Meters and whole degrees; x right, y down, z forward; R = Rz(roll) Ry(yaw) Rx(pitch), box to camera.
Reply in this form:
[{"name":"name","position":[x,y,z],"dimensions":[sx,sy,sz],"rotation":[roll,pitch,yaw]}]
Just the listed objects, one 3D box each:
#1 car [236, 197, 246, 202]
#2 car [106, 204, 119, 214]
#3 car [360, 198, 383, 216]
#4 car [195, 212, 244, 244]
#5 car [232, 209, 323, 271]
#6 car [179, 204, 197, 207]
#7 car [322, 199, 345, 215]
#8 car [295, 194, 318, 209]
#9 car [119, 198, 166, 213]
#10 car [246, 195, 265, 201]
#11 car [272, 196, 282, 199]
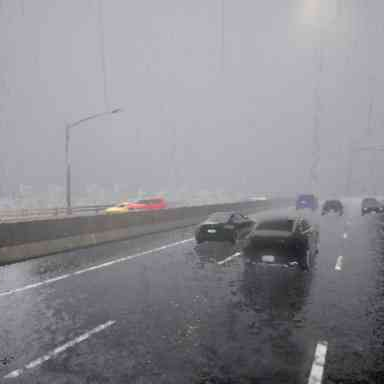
[{"name":"car","position":[11.376,1.962,73.964],"dimensions":[1.882,1.535,5.008],"rotation":[-2,-1,28]},{"name":"car","position":[-7.577,1.981,37.388],"dimensions":[1.882,1.535,5.008],"rotation":[-1,0,27]},{"name":"car","position":[16.931,1.527,31.218],"dimensions":[1.895,1.301,4.718],"rotation":[-1,-1,27]},{"name":"car","position":[1.751,1.674,16.353],"dimensions":[1.994,1.385,4.181],"rotation":[-1,-1,26]},{"name":"car","position":[3.125,1.540,11.201],"dimensions":[1.837,1.490,4.892],"rotation":[-2,0,26]},{"name":"car","position":[-0.593,1.940,35.702],"dimensions":[1.895,1.301,4.718],"rotation":[-1,-1,27]},{"name":"car","position":[14.433,1.511,33.988],"dimensions":[1.837,1.490,4.892],"rotation":[-2,0,27]},{"name":"car","position":[14.469,1.304,41.811],"dimensions":[2.150,2.045,5.566],"rotation":[-2,-1,27]},{"name":"car","position":[-4.832,1.645,35.075],"dimensions":[2.150,2.045,5.566],"rotation":[-1,-1,27]},{"name":"car","position":[14.249,1.628,71.923],"dimensions":[2.150,2.045,5.566],"rotation":[-2,-1,28]},{"name":"car","position":[18.538,1.625,72.534],"dimensions":[2.097,1.767,4.553],"rotation":[-2,-1,28]}]
